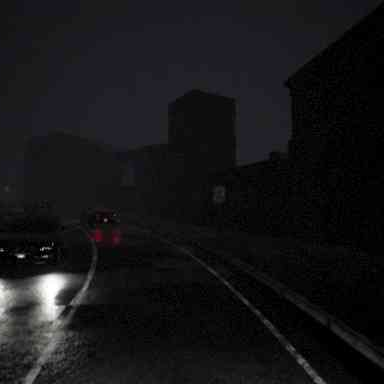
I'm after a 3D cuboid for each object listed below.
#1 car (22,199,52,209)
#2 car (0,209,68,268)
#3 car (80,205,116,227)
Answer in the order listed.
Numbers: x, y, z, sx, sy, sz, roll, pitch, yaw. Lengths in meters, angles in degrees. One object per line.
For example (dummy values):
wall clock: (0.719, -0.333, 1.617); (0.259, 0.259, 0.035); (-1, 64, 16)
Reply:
car: (-17.585, 1.580, 37.741); (4.902, 1.511, 2.128); (1, -3, 43)
car: (-5.499, 1.564, 11.704); (1.837, 1.490, 4.892); (1, 0, -17)
car: (-6.975, 1.709, 24.606); (1.812, 1.442, 4.674); (2, -1, -29)
